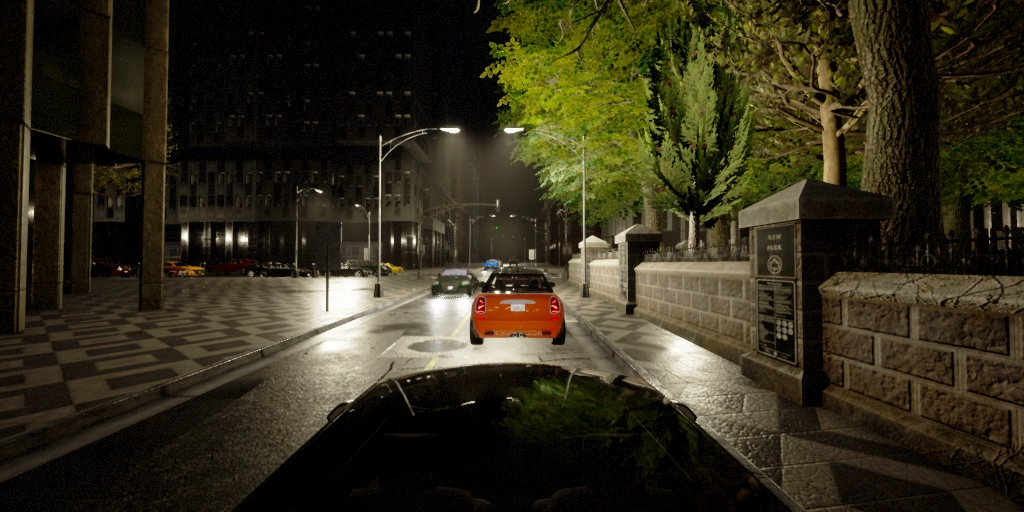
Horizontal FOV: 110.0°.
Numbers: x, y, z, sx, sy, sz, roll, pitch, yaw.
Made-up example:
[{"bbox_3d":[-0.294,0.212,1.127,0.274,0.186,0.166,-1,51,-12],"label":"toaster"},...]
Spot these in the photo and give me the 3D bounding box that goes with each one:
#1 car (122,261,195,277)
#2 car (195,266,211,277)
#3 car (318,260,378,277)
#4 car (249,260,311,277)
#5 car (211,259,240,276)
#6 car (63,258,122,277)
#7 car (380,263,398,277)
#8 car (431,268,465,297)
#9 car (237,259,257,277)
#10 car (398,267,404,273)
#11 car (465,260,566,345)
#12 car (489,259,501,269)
[{"bbox_3d":[-31.055,1.319,31.593,4.207,1.307,1.802,0,0,1],"label":"car"},{"bbox_3d":[-32.337,1.274,34.292,5.008,1.535,1.882,0,-1,0],"label":"car"},{"bbox_3d":[-14.517,1.266,31.432,4.403,1.370,2.007,0,0,1],"label":"car"},{"bbox_3d":[-20.029,1.288,31.486,4.313,1.339,1.948,0,0,1],"label":"car"},{"bbox_3d":[-30.979,1.235,40.116,5.009,1.841,2.192,0,0,1],"label":"car"},{"bbox_3d":[-36.568,1.060,31.646,5.009,1.841,2.192,0,0,1],"label":"car"},{"bbox_3d":[-13.748,1.124,34.105,4.553,1.767,2.097,0,-1,0],"label":"car"},{"bbox_3d":[-2.932,1.328,19.017,1.994,1.385,4.181,0,0,0],"label":"car"},{"bbox_3d":[-22.832,1.288,34.192,4.892,1.490,1.837,0,-1,1],"label":"car"},{"bbox_3d":[-14.613,1.424,39.957,4.829,1.417,1.751,0,0,1],"label":"car"},{"bbox_3d":[0.127,1.106,9.660,2.097,1.767,4.553,0,0,0],"label":"car"},{"bbox_3d":[-2.832,1.339,61.082,1.882,1.535,5.008,0,0,1],"label":"car"}]
